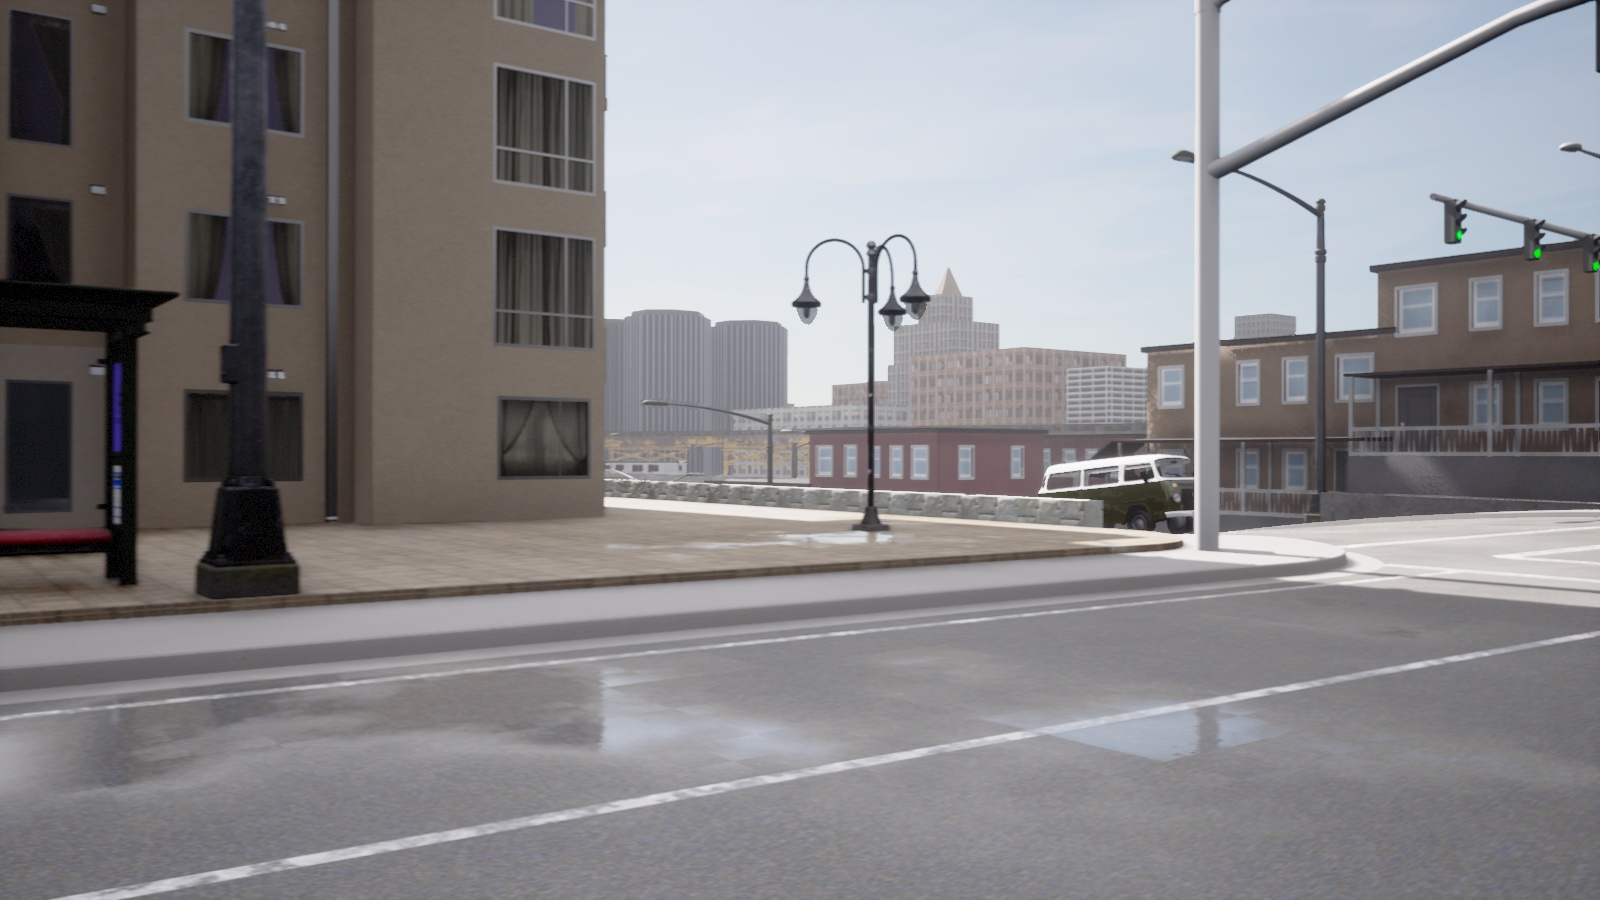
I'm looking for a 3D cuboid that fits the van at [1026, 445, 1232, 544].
[{"bbox_3d":[8.039,1.155,31.098,2.069,2.038,4.480,0,-6,-36],"label":"van"}]
